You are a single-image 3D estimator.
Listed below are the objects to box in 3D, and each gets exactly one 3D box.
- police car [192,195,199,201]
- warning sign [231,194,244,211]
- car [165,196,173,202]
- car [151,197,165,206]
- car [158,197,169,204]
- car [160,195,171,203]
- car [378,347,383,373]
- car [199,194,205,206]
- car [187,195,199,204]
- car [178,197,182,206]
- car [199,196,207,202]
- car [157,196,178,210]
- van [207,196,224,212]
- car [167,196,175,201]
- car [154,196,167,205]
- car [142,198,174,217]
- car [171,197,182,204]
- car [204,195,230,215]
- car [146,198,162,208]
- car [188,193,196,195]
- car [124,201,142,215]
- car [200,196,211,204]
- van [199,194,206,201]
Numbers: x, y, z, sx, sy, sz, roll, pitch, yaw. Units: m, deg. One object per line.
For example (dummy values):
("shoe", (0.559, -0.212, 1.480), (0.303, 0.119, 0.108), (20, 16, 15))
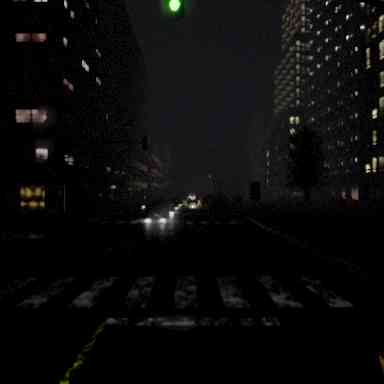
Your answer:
("police car", (0.908, 1.539, 91.972), (1.930, 1.638, 5.238), (0, 0, 0))
("warning sign", (5.075, 1.133, 36.855), (1.300, 1.860, 1.060), (0, 0, 0))
("car", (-5.688, 1.618, 83.168), (1.752, 1.417, 4.829), (0, 0, 0))
("car", (-5.690, 1.587, 55.704), (1.887, 1.381, 4.507), (0, 0, 0))
("car", (-5.689, 1.644, 66.758), (1.802, 1.307, 4.206), (0, 0, 0))
("car", (-5.690, 1.512, 72.285), (1.967, 1.590, 4.097), (0, 0, 0))
("car", (2.687, 1.526, 1.355), (1.752, 1.417, 4.829), (0, 0, 0))
("car", (2.689, 1.358, 55.704), (2.192, 1.841, 5.009), (0, 0, 0))
("car", (0.091, 1.657, 63.254), (1.895, 1.301, 4.718), (0, 0, 0))
("car", (-3.078, 1.600, 51.129), (1.994, 1.385, 4.181), (0, 0, 0))
("car", (2.692, 1.619, 83.507), (1.752, 1.417, 4.829), (0, 0, 0))
("car", (-3.091, 1.548, 40.866), (1.812, 1.442, 4.674), (0, 0, 0))
("van", (2.688, 1.361, 39.124), (1.690, 1.788, 3.998), (0, 0, 0))
("car", (-5.688, 1.650, 88.864), (1.887, 1.381, 4.507), (0, 0, 0))
("car", (-5.690, 1.492, 61.232), (1.967, 1.590, 4.097), (0, 0, 0))
("car", (-3.098, 1.560, 31.269), (2.033, 1.411, 5.357), (0, 0, 0))
("car", (-2.995, 1.621, 64.598), (1.994, 1.385, 4.181), (0, 0, 0))
("car", (2.688, 1.330, 33.598), (2.192, 1.841, 5.009), (0, 0, 0))
("car", (-5.690, 1.585, 50.178), (2.008, 1.369, 4.403), (0, 0, 0))
("car", (0.005, 1.298, 73.216), (2.150, 2.045, 5.566), (0, 0, 0))
("car", (-5.691, 1.565, 33.598), (2.008, 1.369, 4.403), (0, 0, 0))
("car", (2.691, 1.607, 66.758), (1.887, 1.381, 4.507), (0, 0, 0))
("van", (2.691, 1.447, 88.863), (1.690, 1.788, 3.998), (0, 0, 0))
